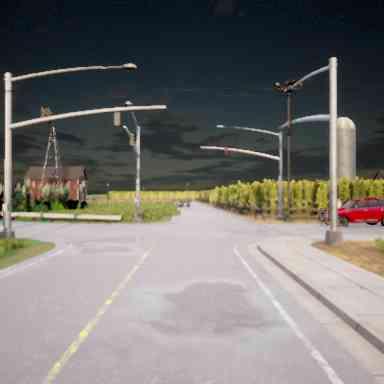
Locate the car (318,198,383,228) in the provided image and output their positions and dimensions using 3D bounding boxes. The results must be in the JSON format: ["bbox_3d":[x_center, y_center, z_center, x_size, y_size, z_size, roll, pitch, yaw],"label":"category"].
[{"bbox_3d":[12.098,1.488,24.127,5.566,2.045,2.150,-2,0,-2],"label":"car"}]

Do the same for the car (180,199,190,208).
[{"bbox_3d":[-1.298,2.126,61.011,2.128,1.511,4.902,0,-1,-3],"label":"car"}]
